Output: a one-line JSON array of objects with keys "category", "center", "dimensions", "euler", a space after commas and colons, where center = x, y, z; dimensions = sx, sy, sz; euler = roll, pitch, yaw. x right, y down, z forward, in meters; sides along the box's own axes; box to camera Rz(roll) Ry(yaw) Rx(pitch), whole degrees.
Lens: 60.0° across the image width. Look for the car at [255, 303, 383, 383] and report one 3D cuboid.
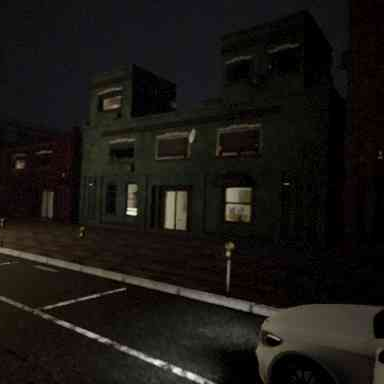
[{"category": "car", "center": [2.946, 1.763, 3.295], "dimensions": [4.674, 1.442, 1.812], "euler": [0, -3, 37]}]
